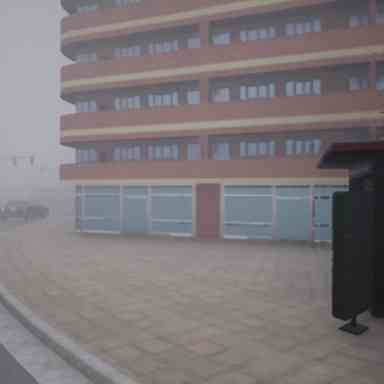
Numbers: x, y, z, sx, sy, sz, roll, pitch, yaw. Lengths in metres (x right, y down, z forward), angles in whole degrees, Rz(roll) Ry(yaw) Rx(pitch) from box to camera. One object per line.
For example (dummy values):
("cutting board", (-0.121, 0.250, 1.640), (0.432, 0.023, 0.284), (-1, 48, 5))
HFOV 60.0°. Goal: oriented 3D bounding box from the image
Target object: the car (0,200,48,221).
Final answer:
("car", (-13.861, 1.422, 27.878), (2.097, 1.767, 4.553), (0, 0, -1))
